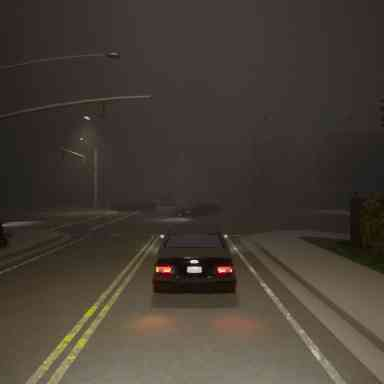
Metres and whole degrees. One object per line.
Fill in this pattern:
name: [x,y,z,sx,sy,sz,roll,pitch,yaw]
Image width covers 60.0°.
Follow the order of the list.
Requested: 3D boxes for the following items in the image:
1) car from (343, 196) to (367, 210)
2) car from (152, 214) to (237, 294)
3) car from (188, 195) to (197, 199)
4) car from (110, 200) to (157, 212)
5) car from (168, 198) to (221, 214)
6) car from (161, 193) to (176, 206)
car: [20.129,1.306,38.857,4.553,1.767,2.097,0,0,-1]
car: [0.053,1.547,8.934,2.033,1.411,5.357,0,0,0]
car: [0.148,1.524,76.482,1.812,1.442,4.674,0,0,8]
car: [-6.710,1.579,38.573,5.357,1.411,2.033,0,0,-1]
car: [0.581,1.557,30.068,2.033,1.411,5.357,0,0,38]
car: [-3.719,1.221,53.968,2.150,2.045,5.566,0,0,0]
